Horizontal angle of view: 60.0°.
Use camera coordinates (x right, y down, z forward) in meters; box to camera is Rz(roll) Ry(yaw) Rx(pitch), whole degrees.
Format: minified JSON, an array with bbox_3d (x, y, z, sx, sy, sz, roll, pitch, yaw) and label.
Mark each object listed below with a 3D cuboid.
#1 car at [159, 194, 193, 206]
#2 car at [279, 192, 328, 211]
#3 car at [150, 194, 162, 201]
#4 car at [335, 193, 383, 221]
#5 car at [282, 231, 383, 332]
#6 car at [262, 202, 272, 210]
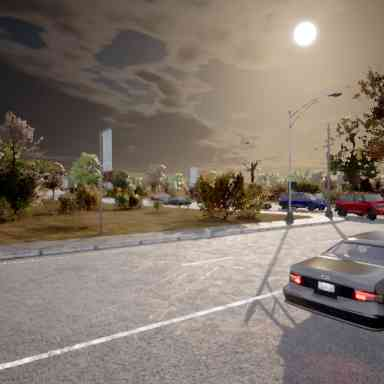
[{"bbox_3d":[-2.165,1.393,49.683,2.033,1.411,5.357,-1,0,-39],"label":"car"},{"bbox_3d":[12.373,1.036,37.238,2.150,2.045,5.566,-1,0,-39],"label":"car"},{"bbox_3d":[-4.795,1.176,58.560,2.097,1.767,4.553,-1,0,-39],"label":"car"},{"bbox_3d":[13.800,1.074,26.406,2.150,2.045,5.566,0,0,-12],"label":"car"},{"bbox_3d":[4.143,1.528,6.719,5.357,1.411,2.033,0,0,-36],"label":"car"},{"bbox_3d":[7.117,1.403,38.181,1.994,1.385,4.181,-1,0,-39],"label":"car"}]
